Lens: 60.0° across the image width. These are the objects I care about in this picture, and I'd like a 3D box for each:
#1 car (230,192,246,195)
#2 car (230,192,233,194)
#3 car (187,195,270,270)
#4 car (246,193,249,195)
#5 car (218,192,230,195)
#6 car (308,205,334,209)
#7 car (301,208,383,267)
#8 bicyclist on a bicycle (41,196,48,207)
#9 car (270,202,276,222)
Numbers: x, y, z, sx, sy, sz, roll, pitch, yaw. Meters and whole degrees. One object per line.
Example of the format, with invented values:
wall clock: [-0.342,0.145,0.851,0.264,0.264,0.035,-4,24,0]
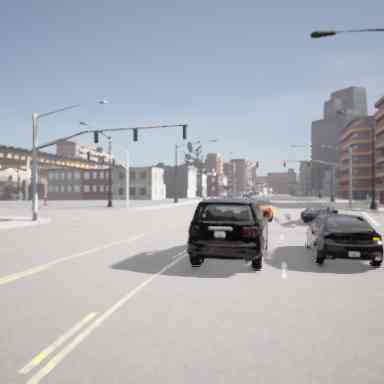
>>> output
car: [9.268,1.318,67.110,1.895,1.301,4.718,0,1,15]
car: [10.051,0.758,84.000,2.097,1.767,4.553,0,1,15]
car: [1.417,1.236,11.439,2.150,2.045,5.566,0,0,15]
car: [13.438,0.992,83.116,1.895,1.301,4.718,0,1,15]
car: [5.876,1.236,67.972,2.128,1.511,4.902,0,1,15]
car: [9.669,1.624,24.806,1.895,1.301,4.718,0,0,34]
car: [5.081,1.519,11.582,1.837,1.490,4.892,0,-1,14]
bicyclist on a bicycle: [-21.335,1.374,48.170,0.582,1.620,1.656,0,0,13]
car: [5.674,1.371,27.225,2.097,1.767,4.553,0,0,17]
